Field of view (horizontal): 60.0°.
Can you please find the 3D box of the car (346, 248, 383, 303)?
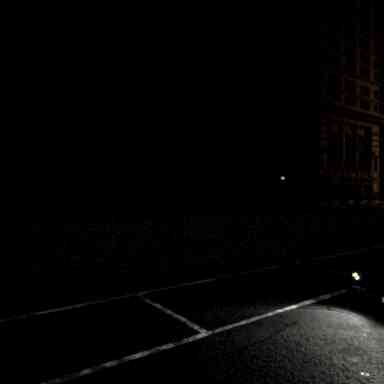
[{"bbox_3d":[5.679,1.549,7.429,5.357,1.411,2.033,0,0,-35],"label":"car"}]
